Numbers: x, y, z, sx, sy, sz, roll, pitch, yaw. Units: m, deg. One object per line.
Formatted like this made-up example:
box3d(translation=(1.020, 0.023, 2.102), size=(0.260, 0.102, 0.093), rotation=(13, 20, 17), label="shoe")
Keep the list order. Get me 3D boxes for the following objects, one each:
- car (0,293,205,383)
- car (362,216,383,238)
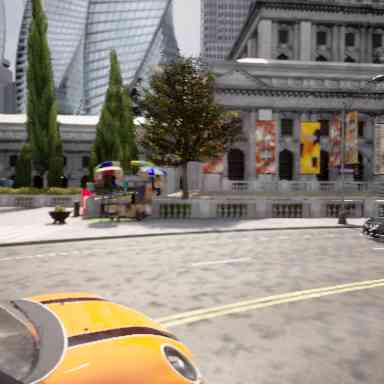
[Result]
box3d(translation=(-2.061, 1.319, 2.092), size=(4.553, 1.767, 2.097), rotation=(0, 1, -36), label="car")
box3d(translation=(10.177, 1.397, 15.022), size=(4.892, 1.490, 1.837), rotation=(0, 0, -12), label="car")
